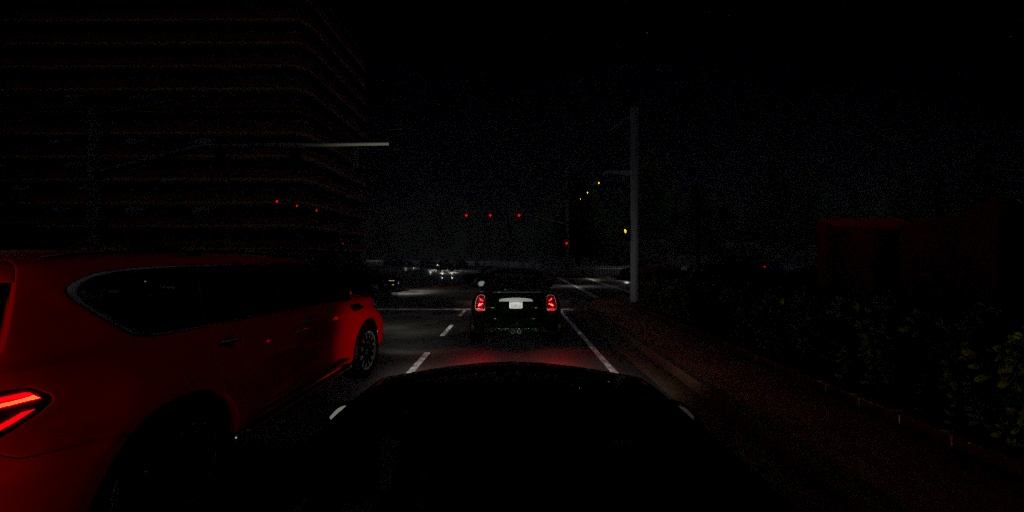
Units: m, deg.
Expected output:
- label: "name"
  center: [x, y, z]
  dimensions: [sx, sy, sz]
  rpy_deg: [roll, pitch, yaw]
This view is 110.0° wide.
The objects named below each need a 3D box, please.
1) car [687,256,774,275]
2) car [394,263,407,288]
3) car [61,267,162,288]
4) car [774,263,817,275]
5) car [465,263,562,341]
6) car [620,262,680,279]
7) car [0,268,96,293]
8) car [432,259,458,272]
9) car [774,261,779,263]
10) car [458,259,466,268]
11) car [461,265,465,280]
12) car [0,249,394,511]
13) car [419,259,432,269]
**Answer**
- label: "car"
  center: [16.389, 1.027, 27.529]
  dimensions: [5.566, 2.045, 2.150]
  rpy_deg: [0, 0, 0]
- label: "car"
  center: [-8.907, 1.305, 20.542]
  dimensions: [4.892, 1.490, 1.837]
  rpy_deg: [0, 0, 0]
- label: "car"
  center: [-26.922, 1.406, 24.195]
  dimensions: [4.718, 1.301, 1.895]
  rpy_deg: [0, 0, 0]
- label: "car"
  center: [18.117, 1.310, 20.314]
  dimensions: [4.892, 1.490, 1.837]
  rpy_deg: [0, 0, 0]
- label: "car"
  center: [0.096, 1.102, 9.993]
  dimensions: [2.097, 1.767, 4.553]
  rpy_deg: [0, 0, 0]
- label: "car"
  center: [11.964, 1.283, 31.066]
  dimensions: [5.008, 1.535, 1.882]
  rpy_deg: [0, 0, 0]
- label: "car"
  center: [-27.431, 1.406, 20.699]
  dimensions: [4.718, 1.301, 1.895]
  rpy_deg: [0, 0, 0]
- label: "car"
  center: [-8.954, 1.297, 47.603]
  dimensions: [2.033, 1.411, 5.357]
  rpy_deg: [0, 0, -18]
- label: "car"
  center: [20.982, 1.157, 30.988]
  dimensions: [4.553, 1.767, 2.097]
  rpy_deg: [0, 0, 0]
- label: "car"
  center: [-8.479, 1.255, 55.838]
  dimensions: [1.837, 1.490, 4.892]
  rpy_deg: [1, 0, -27]
- label: "car"
  center: [-0.788, 1.391, 23.973]
  dimensions: [4.718, 1.301, 1.895]
  rpy_deg: [0, 0, 0]
- label: "car"
  center: [-3.434, 0.971, 4.156]
  dimensions: [2.150, 2.045, 5.566]
  rpy_deg: [0, 0, 1]
- label: "car"
  center: [-13.211, 1.241, 56.609]
  dimensions: [2.128, 1.511, 4.902]
  rpy_deg: [0, 0, -33]
